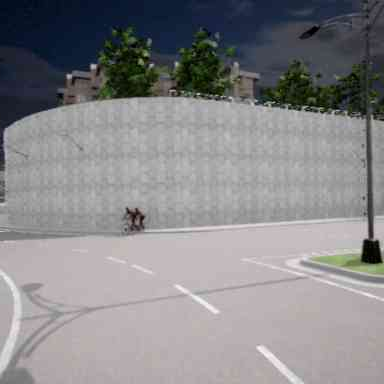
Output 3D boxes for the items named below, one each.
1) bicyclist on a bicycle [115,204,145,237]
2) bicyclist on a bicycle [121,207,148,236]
[{"bbox_3d":[-3.668,1.675,19.865,0.582,1.620,1.656,-1,8,36],"label":"bicyclist on a bicycle"},{"bbox_3d":[-3.150,1.699,19.517,0.582,1.620,1.656,10,11,37],"label":"bicyclist on a bicycle"}]
